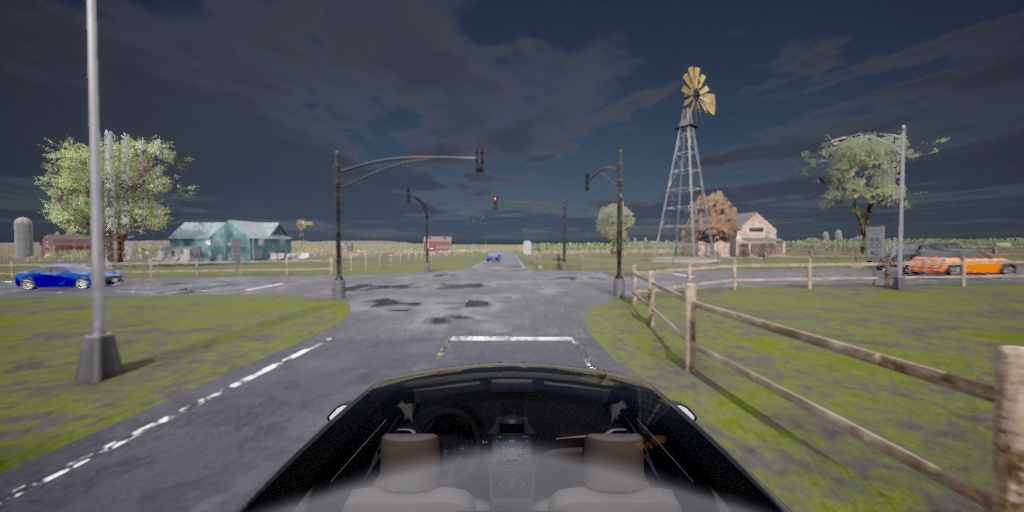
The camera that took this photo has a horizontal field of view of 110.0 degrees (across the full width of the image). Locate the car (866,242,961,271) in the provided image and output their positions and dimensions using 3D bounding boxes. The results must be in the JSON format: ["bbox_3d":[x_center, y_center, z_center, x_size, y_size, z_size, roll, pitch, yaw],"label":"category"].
[{"bbox_3d":[28.241,0.062,25.066,5.566,2.045,2.150,-1,2,0],"label":"car"}]

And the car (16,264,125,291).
[{"bbox_3d":[-26.219,1.212,21.384,5.008,1.535,1.882,-1,2,0],"label":"car"}]

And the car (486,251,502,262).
[{"bbox_3d":[-2.949,0.128,56.026,1.882,1.535,5.008,0,1,0],"label":"car"}]

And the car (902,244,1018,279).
[{"bbox_3d":[26.963,0.349,21.475,4.553,1.767,2.097,-1,2,0],"label":"car"}]
